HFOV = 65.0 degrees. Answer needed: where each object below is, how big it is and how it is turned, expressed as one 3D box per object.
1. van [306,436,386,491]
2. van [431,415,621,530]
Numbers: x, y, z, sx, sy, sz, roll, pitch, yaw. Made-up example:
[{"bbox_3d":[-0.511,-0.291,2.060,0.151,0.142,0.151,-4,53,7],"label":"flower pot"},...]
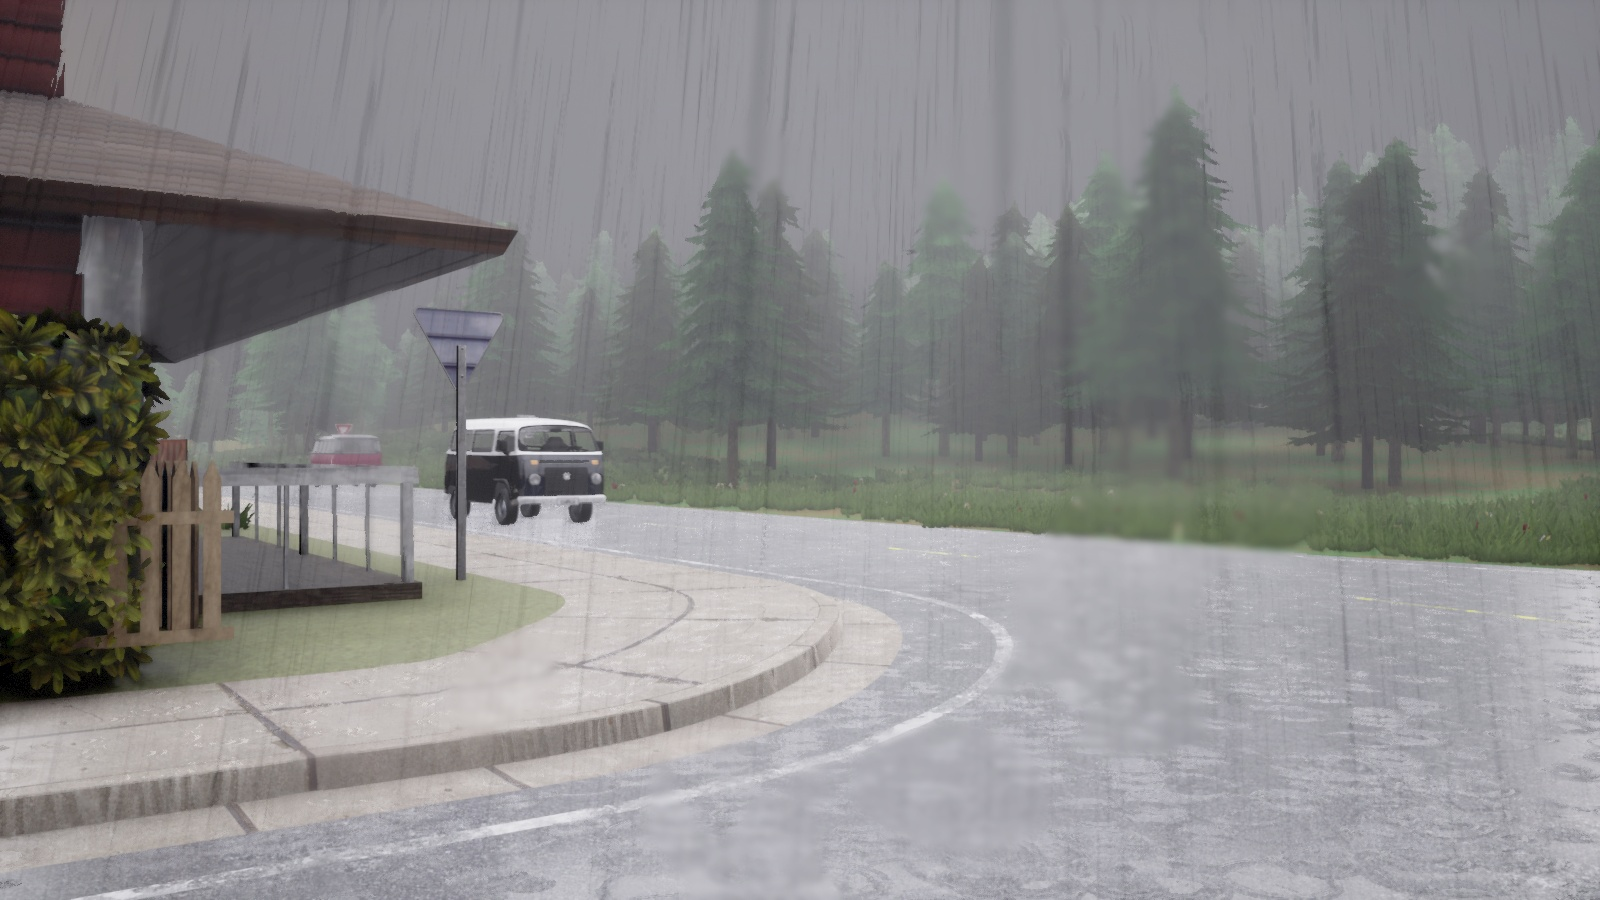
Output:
[{"bbox_3d":[-17.284,0.511,47.704,1.775,1.987,4.442,0,0,-35],"label":"van"},{"bbox_3d":[-5.450,0.399,24.509,2.069,2.038,4.480,0,0,-35],"label":"van"}]
